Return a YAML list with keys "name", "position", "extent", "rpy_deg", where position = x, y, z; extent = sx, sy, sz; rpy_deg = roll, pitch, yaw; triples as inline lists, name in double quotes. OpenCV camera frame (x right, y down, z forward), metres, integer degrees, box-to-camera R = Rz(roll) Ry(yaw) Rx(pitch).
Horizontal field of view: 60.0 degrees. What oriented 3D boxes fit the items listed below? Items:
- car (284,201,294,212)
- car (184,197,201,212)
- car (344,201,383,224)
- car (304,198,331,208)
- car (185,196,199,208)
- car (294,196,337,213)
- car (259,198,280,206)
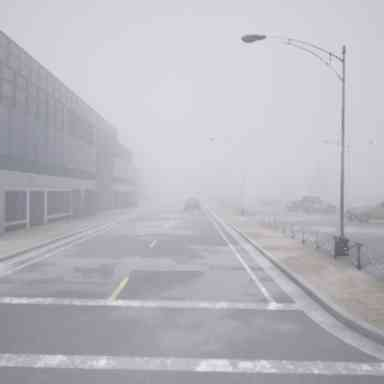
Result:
- name: "car"
  position: [13.711, 1.452, 40.594]
  extent: [4.605, 1.855, 1.932]
  rpy_deg: [1, 0, 0]
- name: "car"
  position: [0.051, 1.533, 42.592]
  extent: [2.097, 1.767, 4.553]
  rpy_deg: [1, 0, 0]
- name: "car"
  position: [14.145, 1.486, 24.894]
  extent: [5.027, 1.636, 2.152]
  rpy_deg: [1, 0, 0]
- name: "car"
  position: [21.243, 1.857, 56.207]
  extent: [3.806, 1.475, 1.970]
  rpy_deg: [1, 0, 0]
- name: "car"
  position: [-0.058, 1.549, 52.718]
  extent: [2.097, 1.767, 4.553]
  rpy_deg: [1, 0, 0]
- name: "car"
  position: [14.127, 1.432, 37.689]
  extent: [3.866, 1.878, 1.905]
  rpy_deg: [1, 0, 0]
- name: "car"
  position: [13.818, 1.763, 59.177]
  extent: [3.633, 1.501, 1.845]
  rpy_deg: [1, 0, 0]
